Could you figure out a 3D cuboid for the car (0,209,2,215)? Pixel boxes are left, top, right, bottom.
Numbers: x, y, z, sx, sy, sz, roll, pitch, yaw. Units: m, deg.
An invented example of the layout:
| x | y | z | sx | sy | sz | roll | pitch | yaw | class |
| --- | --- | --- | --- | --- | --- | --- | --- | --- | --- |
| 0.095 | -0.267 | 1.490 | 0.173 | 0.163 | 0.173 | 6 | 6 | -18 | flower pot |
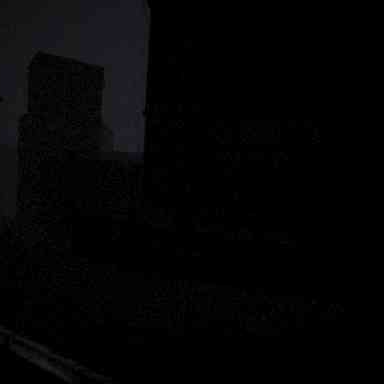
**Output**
| x | y | z | sx | sy | sz | roll | pitch | yaw | class |
| --- | --- | --- | --- | --- | --- | --- | --- | --- | --- |
| -26.103 | 2.298 | 42.299 | 1.837 | 1.490 | 4.892 | 3 | -2 | -3 | car |
